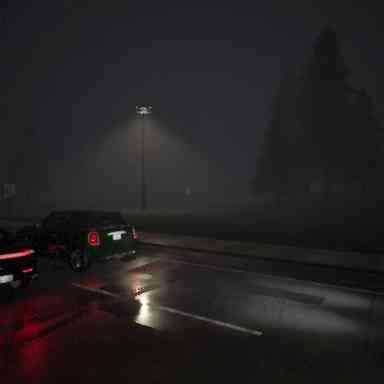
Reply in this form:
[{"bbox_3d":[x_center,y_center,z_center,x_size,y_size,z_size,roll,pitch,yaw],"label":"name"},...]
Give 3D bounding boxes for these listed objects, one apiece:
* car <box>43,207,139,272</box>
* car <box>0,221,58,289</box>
[{"bbox_3d":[-3.925,1.344,10.991,4.553,1.767,2.097,0,0,36],"label":"car"},{"bbox_3d":[-5.611,1.483,7.893,4.902,1.511,2.128,0,0,36],"label":"car"}]
